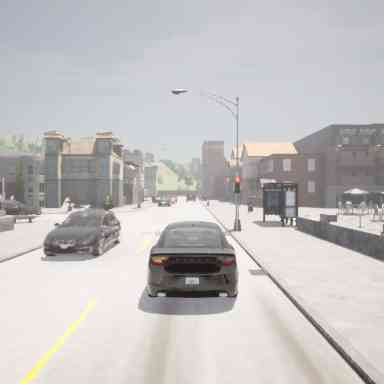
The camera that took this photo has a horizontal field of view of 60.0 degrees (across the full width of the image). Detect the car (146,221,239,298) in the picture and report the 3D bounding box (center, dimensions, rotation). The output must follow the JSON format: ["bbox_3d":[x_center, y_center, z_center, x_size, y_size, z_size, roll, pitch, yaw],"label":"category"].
[{"bbox_3d":[0.027,1.478,8.575,1.882,1.535,5.008,0,0,0],"label":"car"}]

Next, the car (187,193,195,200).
[{"bbox_3d":[-0.234,1.187,87.062,2.097,1.767,4.553,0,0,0],"label":"car"}]

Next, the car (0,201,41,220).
[{"bbox_3d":[-15.160,1.505,27.772,4.892,1.490,1.837,0,0,-1],"label":"car"}]

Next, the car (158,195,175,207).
[{"bbox_3d":[-4.233,1.491,52.020,2.128,1.511,4.902,0,0,0],"label":"car"}]

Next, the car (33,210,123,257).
[{"bbox_3d":[-4.032,1.505,13.021,1.837,1.490,4.892,0,0,1],"label":"car"}]

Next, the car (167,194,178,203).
[{"bbox_3d":[-4.190,1.355,71.183,2.097,1.767,4.553,0,0,0],"label":"car"}]

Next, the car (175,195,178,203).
[{"bbox_3d":[-4.229,1.352,61.120,2.097,1.767,4.553,0,0,0],"label":"car"}]

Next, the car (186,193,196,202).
[{"bbox_3d":[-0.205,1.216,76.702,2.150,2.045,5.566,0,0,0],"label":"car"}]
